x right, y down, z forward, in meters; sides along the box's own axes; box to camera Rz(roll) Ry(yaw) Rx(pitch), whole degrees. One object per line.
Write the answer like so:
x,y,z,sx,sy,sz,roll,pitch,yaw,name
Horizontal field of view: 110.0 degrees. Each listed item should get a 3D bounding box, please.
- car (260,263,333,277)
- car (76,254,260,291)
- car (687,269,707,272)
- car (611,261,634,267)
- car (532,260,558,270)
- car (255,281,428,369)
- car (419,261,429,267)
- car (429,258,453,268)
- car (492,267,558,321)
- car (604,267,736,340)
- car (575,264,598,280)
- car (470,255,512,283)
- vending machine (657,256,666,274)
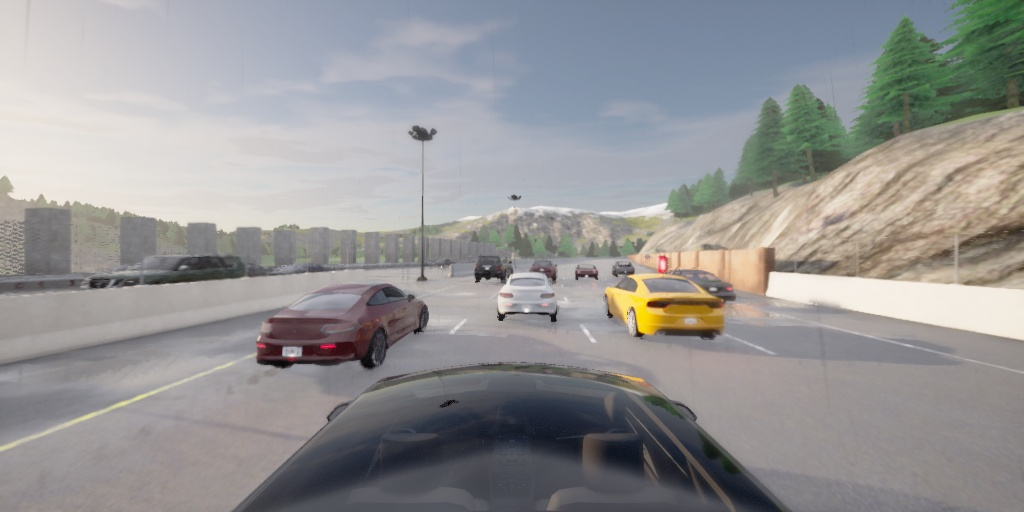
-15.713,1.237,26.931,2.033,1.411,5.357,0,0,8,car
-13.562,0.929,14.580,2.150,2.045,5.566,0,0,4,car
7.843,1.303,16.048,2.033,1.411,5.357,0,0,6,car
10.742,1.237,34.738,2.128,1.511,4.902,0,0,12,car
2.667,1.083,29.751,2.097,1.767,4.553,0,0,10,car
-3.204,1.263,7.664,1.812,1.442,4.674,0,0,2,car
-14.479,1.261,63.443,1.895,1.301,4.718,0,0,16,car
-11.652,1.172,60.675,1.837,1.490,4.892,0,1,16,car
0.564,1.267,12.356,1.812,1.442,4.674,0,0,4,car
3.926,1.229,10.105,1.882,1.535,5.008,0,0,3,car
6.459,1.339,31.251,1.895,1.301,4.718,0,0,10,car
-1.302,0.945,27.353,2.150,2.045,5.566,0,0,9,car
17.230,0.951,41.226,1.100,2.100,0.880,0,0,15,vending machine
